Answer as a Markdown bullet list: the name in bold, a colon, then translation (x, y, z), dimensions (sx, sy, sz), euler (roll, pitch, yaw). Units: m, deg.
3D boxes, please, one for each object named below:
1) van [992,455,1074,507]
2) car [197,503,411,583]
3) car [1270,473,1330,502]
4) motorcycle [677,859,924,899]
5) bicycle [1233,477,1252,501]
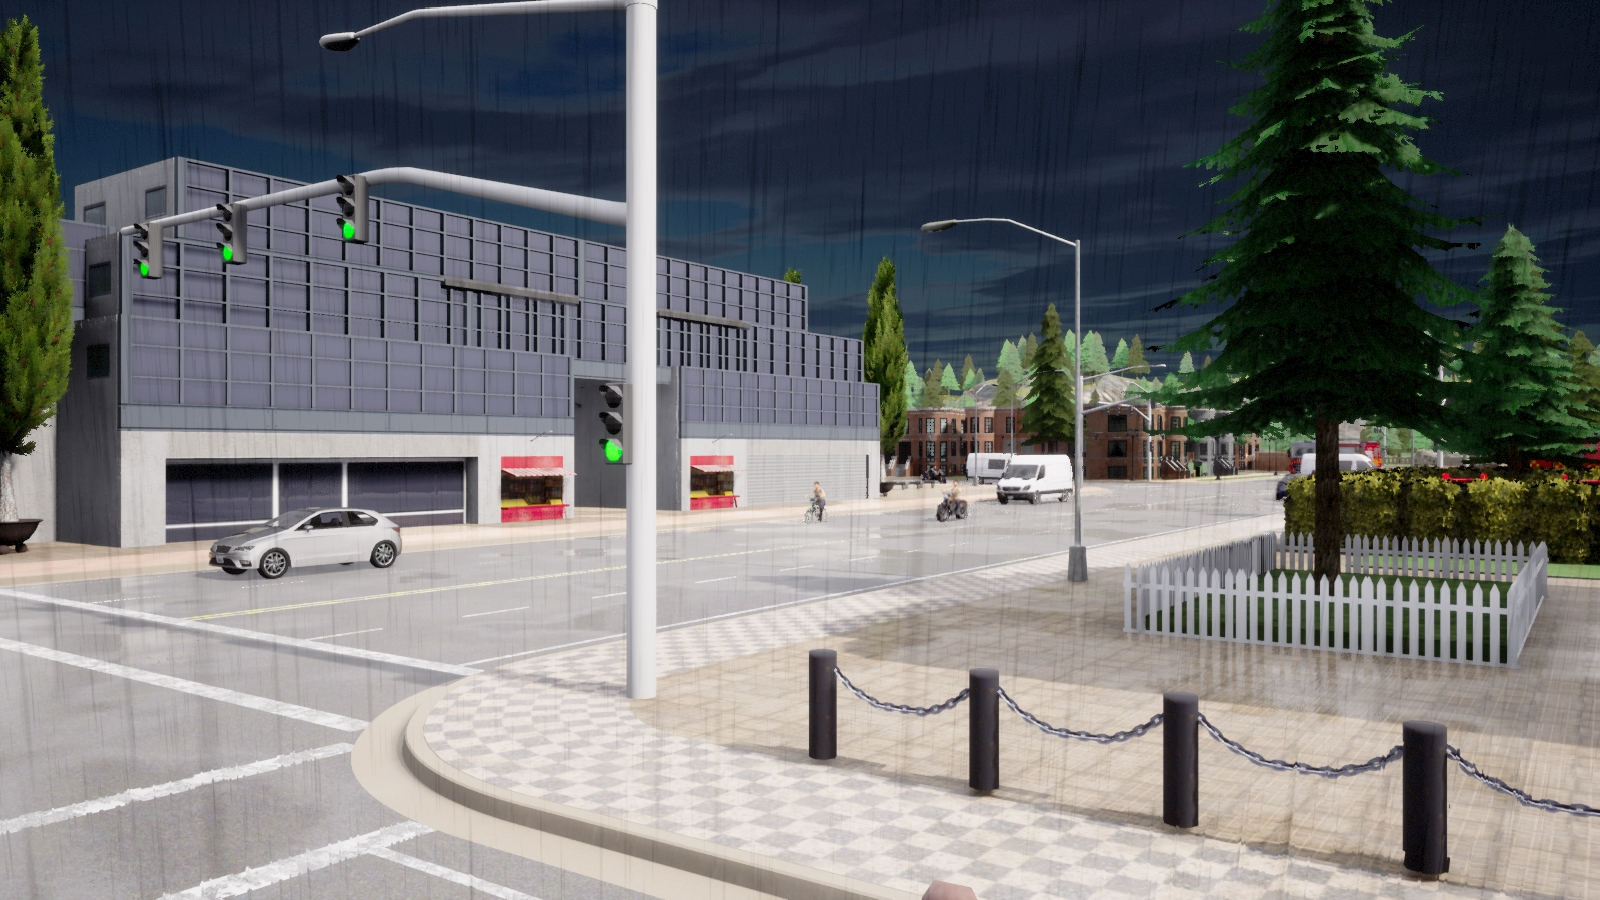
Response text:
- **van**: translation (12.283, 1.534, 59.816), dimensions (1.988, 2.561, 5.915), euler (0, 0, 35)
- **car**: translation (-11.323, 2.066, 26.349), dimensions (1.816, 1.474, 4.193), euler (0, 0, 35)
- **car**: translation (28.141, 2.063, 64.195), dimensions (2.163, 1.488, 4.792), euler (0, 0, 35)
- **motorcycle**: translation (0.509, 2.205, 3.428), dimensions (2.209, 1.251, 0.867), euler (0, 0, 35)
- **bicycle**: translation (24.450, 2.159, 63.084), dimensions (0.859, 1.276, 1.487), euler (0, -1, 26)
